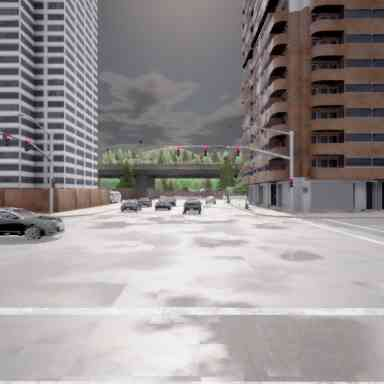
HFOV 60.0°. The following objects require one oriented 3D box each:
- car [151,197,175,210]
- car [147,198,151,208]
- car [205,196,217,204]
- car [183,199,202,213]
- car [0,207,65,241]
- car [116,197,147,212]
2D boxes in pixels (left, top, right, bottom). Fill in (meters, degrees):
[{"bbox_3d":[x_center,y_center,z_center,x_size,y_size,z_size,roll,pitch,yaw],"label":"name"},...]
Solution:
[{"bbox_3d":[-3.590,1.547,42.289,2.033,1.411,5.357,0,0,0],"label":"car"},{"bbox_3d":[-7.078,1.547,49.773,2.033,1.411,5.357,0,0,0],"label":"car"},{"bbox_3d":[3.514,1.526,63.150,1.812,1.442,4.674,0,0,0],"label":"car"},{"bbox_3d":[0.030,1.505,36.406,1.837,1.490,4.892,0,0,1],"label":"car"},{"bbox_3d":[-8.730,1.493,16.058,4.902,1.511,2.128,0,0,0],"label":"car"},{"bbox_3d":[-7.091,1.547,39.420,2.033,1.411,5.357,0,0,0],"label":"car"}]
